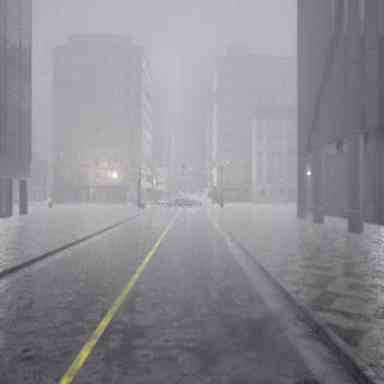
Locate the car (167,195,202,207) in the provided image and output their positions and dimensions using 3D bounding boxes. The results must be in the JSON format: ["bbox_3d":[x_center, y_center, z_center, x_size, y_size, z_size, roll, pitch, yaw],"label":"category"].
[{"bbox_3d":[-1.141,1.603,49.961,5.357,1.411,2.033,0,0,0],"label":"car"}]
